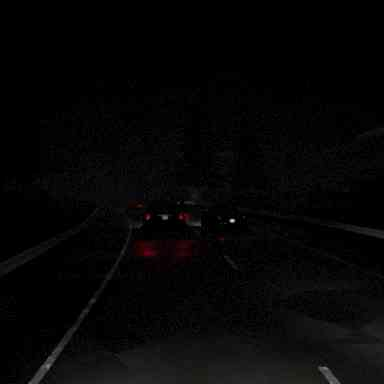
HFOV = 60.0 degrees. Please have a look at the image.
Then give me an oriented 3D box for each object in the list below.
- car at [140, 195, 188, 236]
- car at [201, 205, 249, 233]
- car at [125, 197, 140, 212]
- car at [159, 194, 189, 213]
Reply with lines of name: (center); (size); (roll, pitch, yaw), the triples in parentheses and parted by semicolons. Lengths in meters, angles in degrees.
car: (-1.601, 1.242, 17.894); (2.097, 1.767, 4.553); (0, 0, -9)
car: (1.757, 1.440, 19.060); (1.994, 1.385, 4.181); (0, 0, -9)
car: (-6.133, 1.260, 36.390); (1.882, 1.535, 5.008); (0, 0, -18)
car: (-1.972, 1.137, 34.784); (2.097, 1.767, 4.553); (0, 0, -16)
